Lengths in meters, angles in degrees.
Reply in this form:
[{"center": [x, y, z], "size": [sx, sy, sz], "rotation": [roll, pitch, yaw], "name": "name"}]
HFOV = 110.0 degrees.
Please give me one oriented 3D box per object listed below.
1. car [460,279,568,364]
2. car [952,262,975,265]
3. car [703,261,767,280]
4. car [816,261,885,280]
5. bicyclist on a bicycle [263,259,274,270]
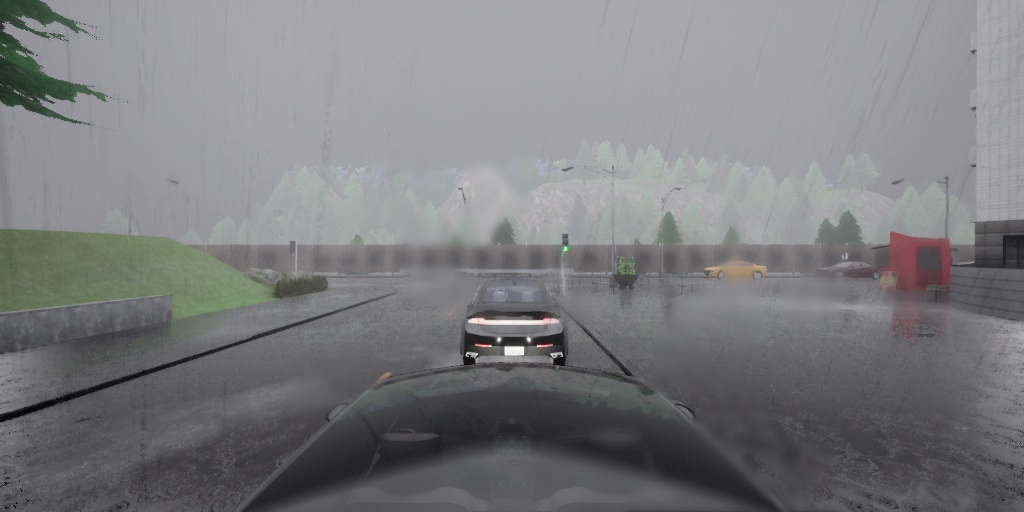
[{"center": [0.052, 1.242, 7.917], "size": [2.128, 1.511, 4.902], "rotation": [0, 0, 0], "name": "car"}, {"center": [39.795, 1.255, 31.194], "size": [4.892, 1.490, 1.837], "rotation": [0, 0, 0], "name": "car"}, {"center": [19.346, 1.228, 31.208], "size": [5.008, 1.535, 1.882], "rotation": [0, 0, 0], "name": "car"}, {"center": [29.394, 1.228, 31.211], "size": [5.008, 1.535, 1.882], "rotation": [0, 0, 0], "name": "car"}, {"center": [-24.032, 1.099, 35.380], "size": [0.582, 1.620, 1.656], "rotation": [0, 0, 0], "name": "bicyclist on a bicycle"}]
